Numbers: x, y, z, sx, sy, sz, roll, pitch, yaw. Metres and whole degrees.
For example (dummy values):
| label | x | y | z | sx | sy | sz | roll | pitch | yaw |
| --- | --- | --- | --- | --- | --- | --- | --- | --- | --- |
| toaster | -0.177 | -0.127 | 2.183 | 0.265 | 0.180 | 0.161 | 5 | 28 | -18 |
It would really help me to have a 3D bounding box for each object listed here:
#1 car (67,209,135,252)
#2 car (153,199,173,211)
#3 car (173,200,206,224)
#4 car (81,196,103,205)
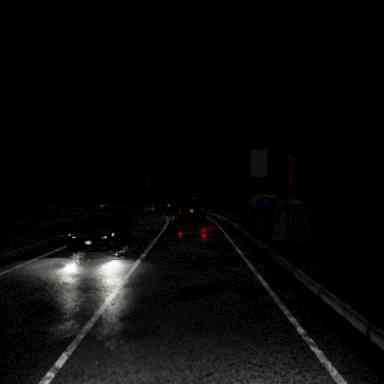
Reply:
| label | x | y | z | sx | sy | sz | roll | pitch | yaw |
| --- | --- | --- | --- | --- | --- | --- | --- | --- | --- |
| car | -3.603 | 1.503 | 13.917 | 1.837 | 1.490 | 4.892 | 0 | 0 | 0 |
| car | -3.442 | 1.560 | 41.247 | 1.994 | 1.385 | 4.181 | 0 | 0 | -20 |
| car | -0.159 | 1.349 | 25.181 | 2.097 | 1.767 | 4.553 | 0 | 0 | -4 |
| car | -16.555 | 1.415 | 54.803 | 4.674 | 1.442 | 1.812 | 1 | -1 | 45 |
